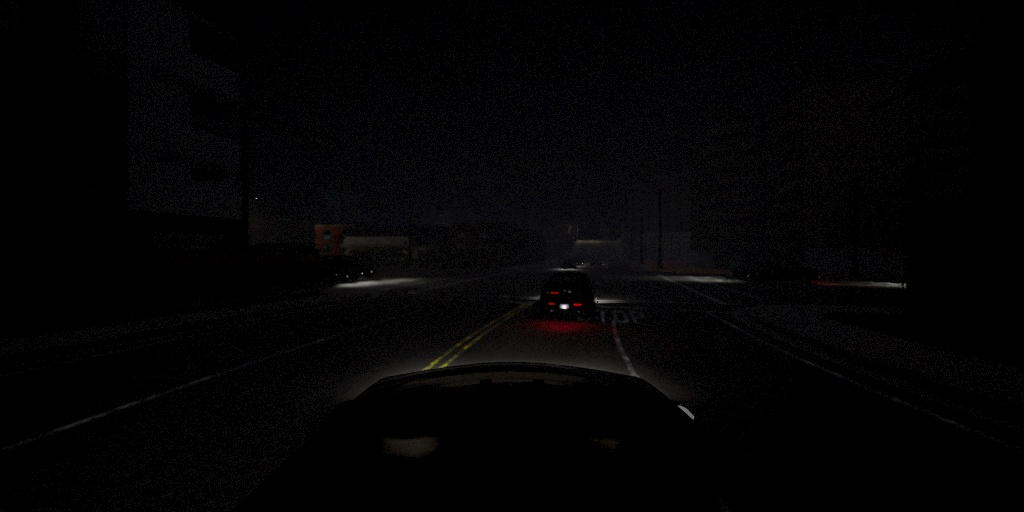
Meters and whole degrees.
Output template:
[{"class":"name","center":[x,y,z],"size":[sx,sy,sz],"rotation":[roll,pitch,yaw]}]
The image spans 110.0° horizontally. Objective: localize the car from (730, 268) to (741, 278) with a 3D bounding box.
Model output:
[{"class":"car","center":[22.999,1.411,33.110],"size":[4.902,1.511,2.128],"rotation":[1,1,13]}]

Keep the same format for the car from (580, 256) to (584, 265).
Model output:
[{"class":"car","center":[11.078,0.902,62.894],"size":[1.837,1.490,4.892],"rotation":[0,1,15]}]

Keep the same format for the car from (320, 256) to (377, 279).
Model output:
[{"class":"car","center":[-14.704,0.986,31.526],"size":[5.566,2.045,2.150],"rotation":[0,1,16]}]

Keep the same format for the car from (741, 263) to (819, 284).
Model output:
[{"class":"car","center":[22.324,1.457,29.675],"size":[4.902,1.511,2.128],"rotation":[1,1,13]}]

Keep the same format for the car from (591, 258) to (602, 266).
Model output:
[{"class":"car","center":[14.619,1.017,62.005],"size":[1.895,1.301,4.718],"rotation":[0,1,15]}]

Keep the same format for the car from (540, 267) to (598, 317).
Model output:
[{"class":"car","center":[2.284,1.368,13.963],"size":[1.837,1.490,4.892],"rotation":[0,0,14]}]

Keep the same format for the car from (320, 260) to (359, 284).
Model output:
[{"class":"car","center":[-14.846,1.316,27.939],"size":[4.892,1.490,1.837],"rotation":[0,1,16]}]

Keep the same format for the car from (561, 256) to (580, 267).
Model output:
[{"class":"car","center":[8.344,1.077,52.491],"size":[2.033,1.411,5.357],"rotation":[0,1,15]}]

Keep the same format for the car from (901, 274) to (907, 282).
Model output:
[{"class":"car","center":[35.773,1.773,30.130],"size":[4.181,1.385,1.994],"rotation":[2,1,13]}]
